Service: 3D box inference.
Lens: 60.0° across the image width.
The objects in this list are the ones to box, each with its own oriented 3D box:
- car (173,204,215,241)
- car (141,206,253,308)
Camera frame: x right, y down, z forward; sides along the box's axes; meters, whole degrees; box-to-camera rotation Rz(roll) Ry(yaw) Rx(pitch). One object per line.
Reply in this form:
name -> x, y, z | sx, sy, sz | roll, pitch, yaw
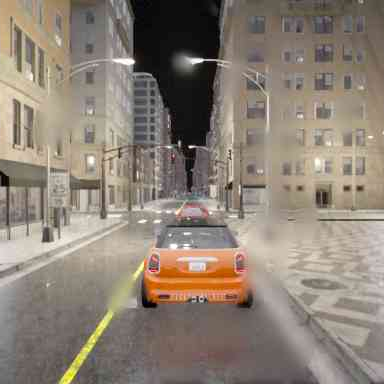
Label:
car -> 0.090, 1.480, 17.685 | 1.882, 1.535, 5.008 | 0, 0, 0
car -> 0.092, 1.353, 8.085 | 2.097, 1.767, 4.553 | 0, 0, 0
